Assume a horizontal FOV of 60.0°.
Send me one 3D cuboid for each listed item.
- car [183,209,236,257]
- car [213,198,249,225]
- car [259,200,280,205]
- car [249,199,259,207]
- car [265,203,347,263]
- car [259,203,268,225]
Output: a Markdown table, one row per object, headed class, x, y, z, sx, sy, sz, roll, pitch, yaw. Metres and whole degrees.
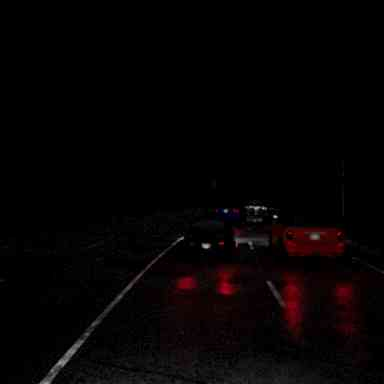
| class | x | y | z | sx | sy | sz | roll | pitch | yaw |
| --- | --- | --- | --- | --- | --- | --- | --- | --- | --- |
| car | 0.778 | 1.665 | 13.575 | 1.812 | 1.442 | 4.674 | 0 | 0 | 8 |
| car | 3.077 | 1.501 | 26.784 | 2.150 | 2.045 | 5.566 | 0 | 0 | 14 |
| car | 15.492 | 2.216 | 64.648 | 2.033 | 1.411 | 5.357 | 0 | -1 | 33 |
| car | 12.747 | 2.205 | 66.797 | 1.812 | 1.442 | 4.674 | 0 | -1 | 31 |
| car | 4.199 | 1.485 | 12.756 | 2.097 | 1.767 | 4.553 | 0 | -1 | 7 |
| car | 6.720 | 1.847 | 26.836 | 1.994 | 1.385 | 4.181 | 0 | -1 | 15 |
